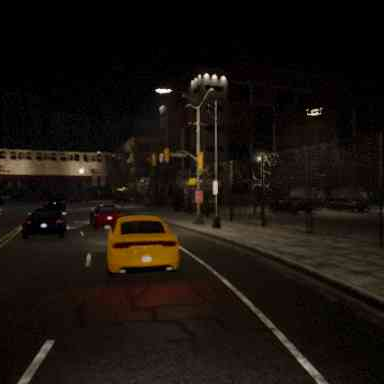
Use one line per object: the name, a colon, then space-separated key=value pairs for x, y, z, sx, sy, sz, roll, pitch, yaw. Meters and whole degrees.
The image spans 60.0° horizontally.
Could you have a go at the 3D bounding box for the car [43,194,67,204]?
car: x=-14.958 y=1.245 z=36.349 sx=2.150 sy=2.045 sz=5.566 roll=0 pitch=0 yaw=-22

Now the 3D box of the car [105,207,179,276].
car: x=-1.704 y=1.477 z=10.518 sx=1.882 sy=1.535 sz=5.008 roll=0 pitch=0 yaw=-14

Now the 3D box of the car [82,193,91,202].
car: x=-27.043 y=1.629 z=84.956 sx=1.895 sy=1.301 sz=4.718 roll=0 pitch=0 yaw=-22

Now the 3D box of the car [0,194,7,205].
car: x=-34.547 y=1.423 z=58.329 sx=2.185 sy=1.767 sz=4.553 roll=0 pitch=0 yaw=-22

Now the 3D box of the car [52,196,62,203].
car: x=-27.912 y=1.569 z=68.857 sx=1.812 sy=1.442 sz=4.674 roll=0 pitch=0 yaw=-22

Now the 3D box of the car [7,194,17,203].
car: x=-38.475 y=1.556 z=68.363 sx=2.231 sy=1.521 sz=4.892 roll=0 pitch=0 yaw=-12

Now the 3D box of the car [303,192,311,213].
car: x=9.685 y=1.211 z=33.590 sx=2.185 sy=1.767 sz=4.553 roll=0 pitch=0 yaw=-22

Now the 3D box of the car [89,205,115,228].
car: x=-5.771 y=1.570 z=22.366 sx=1.994 sy=1.385 sz=4.181 roll=0 pitch=0 yaw=-21

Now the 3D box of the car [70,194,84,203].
car: x=-23.647 y=1.587 z=67.615 sx=1.994 sy=1.385 sz=4.181 roll=0 pitch=0 yaw=-22

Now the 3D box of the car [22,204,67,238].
car: x=-7.791 y=1.577 z=17.828 sx=1.994 sy=1.385 sz=4.181 roll=0 pitch=0 yaw=-20
